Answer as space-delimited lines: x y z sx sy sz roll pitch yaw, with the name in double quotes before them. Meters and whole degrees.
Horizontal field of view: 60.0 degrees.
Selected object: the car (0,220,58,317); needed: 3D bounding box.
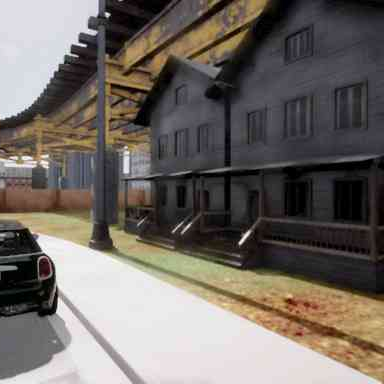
"car" -4.298 1.349 6.910 2.097 1.767 4.553 0 0 -34
